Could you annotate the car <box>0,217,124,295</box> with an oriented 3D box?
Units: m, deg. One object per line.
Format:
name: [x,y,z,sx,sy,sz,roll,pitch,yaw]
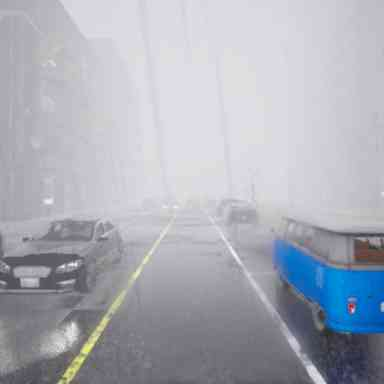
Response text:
car: [-3.098,1.459,8.804,2.128,1.511,4.902,0,0,0]

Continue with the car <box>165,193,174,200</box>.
car: [-5.645,1.154,84.347,1.967,1.590,4.097,1,0,0]

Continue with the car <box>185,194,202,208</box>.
car: [0.072,1.326,43.907,1.882,1.535,5.008,0,0,0]

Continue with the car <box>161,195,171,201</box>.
car: [-5.647,1.332,73.208,1.802,1.307,4.206,1,0,0]

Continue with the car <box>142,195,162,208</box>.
car: [-5.659,1.387,45.359,1.887,1.381,4.507,1,0,0]

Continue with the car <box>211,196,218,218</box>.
car: [3.126,1.250,29.394,2.097,1.767,4.553,0,0,0]

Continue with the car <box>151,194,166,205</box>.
car: [-5.652,1.245,56.498,1.967,1.590,4.097,1,0,0]

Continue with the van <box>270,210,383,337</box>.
van: [2.707,1.318,6.367,1.690,1.788,3.998,1,0,0]

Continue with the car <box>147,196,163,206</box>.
car: [-5.656,1.390,50.929,1.947,1.339,4.313,1,0,0]

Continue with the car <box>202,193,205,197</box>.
car: [2.726,1.357,56.494,2.008,1.369,4.403,1,0,0]

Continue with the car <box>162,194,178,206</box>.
car: [-3.059,1.305,49.852,1.882,1.535,5.008,0,0,0]

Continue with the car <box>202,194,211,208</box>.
car: [2.722,1.388,45.354,1.887,1.381,4.507,1,0,0]

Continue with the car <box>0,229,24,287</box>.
car: [-5.672,1.291,6.370,2.192,1.841,5.009,1,0,0]

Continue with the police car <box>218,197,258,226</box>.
police car: [3.144,1.346,22.533,1.930,1.638,5.238,0,0,0]
